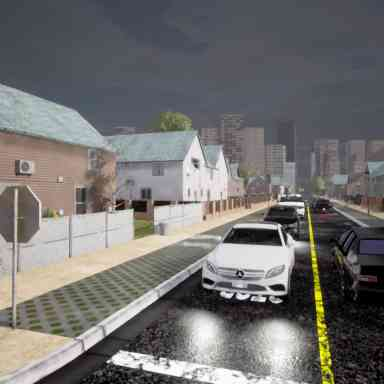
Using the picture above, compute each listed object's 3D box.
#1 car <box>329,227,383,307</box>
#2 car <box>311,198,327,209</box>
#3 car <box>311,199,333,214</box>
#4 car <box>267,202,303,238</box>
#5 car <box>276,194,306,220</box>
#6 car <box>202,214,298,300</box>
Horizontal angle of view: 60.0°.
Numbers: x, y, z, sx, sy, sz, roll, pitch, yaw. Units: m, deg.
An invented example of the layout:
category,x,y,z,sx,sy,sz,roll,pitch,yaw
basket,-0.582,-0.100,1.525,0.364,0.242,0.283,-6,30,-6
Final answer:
category,x,y,z,sx,sy,sz,roll,pitch,yaw
car,4.445,1.551,7.947,2.033,1.411,5.357,0,0,19
car,17.590,1.586,46.181,1.994,1.385,4.181,0,0,19
car,14.352,1.522,36.545,1.837,1.490,4.892,0,0,18
car,4.915,1.515,18.083,1.837,1.490,4.892,0,0,19
car,8.646,1.237,28.904,2.150,2.045,5.566,0,0,19
car,1.685,1.533,8.693,1.812,1.442,4.674,0,0,19
